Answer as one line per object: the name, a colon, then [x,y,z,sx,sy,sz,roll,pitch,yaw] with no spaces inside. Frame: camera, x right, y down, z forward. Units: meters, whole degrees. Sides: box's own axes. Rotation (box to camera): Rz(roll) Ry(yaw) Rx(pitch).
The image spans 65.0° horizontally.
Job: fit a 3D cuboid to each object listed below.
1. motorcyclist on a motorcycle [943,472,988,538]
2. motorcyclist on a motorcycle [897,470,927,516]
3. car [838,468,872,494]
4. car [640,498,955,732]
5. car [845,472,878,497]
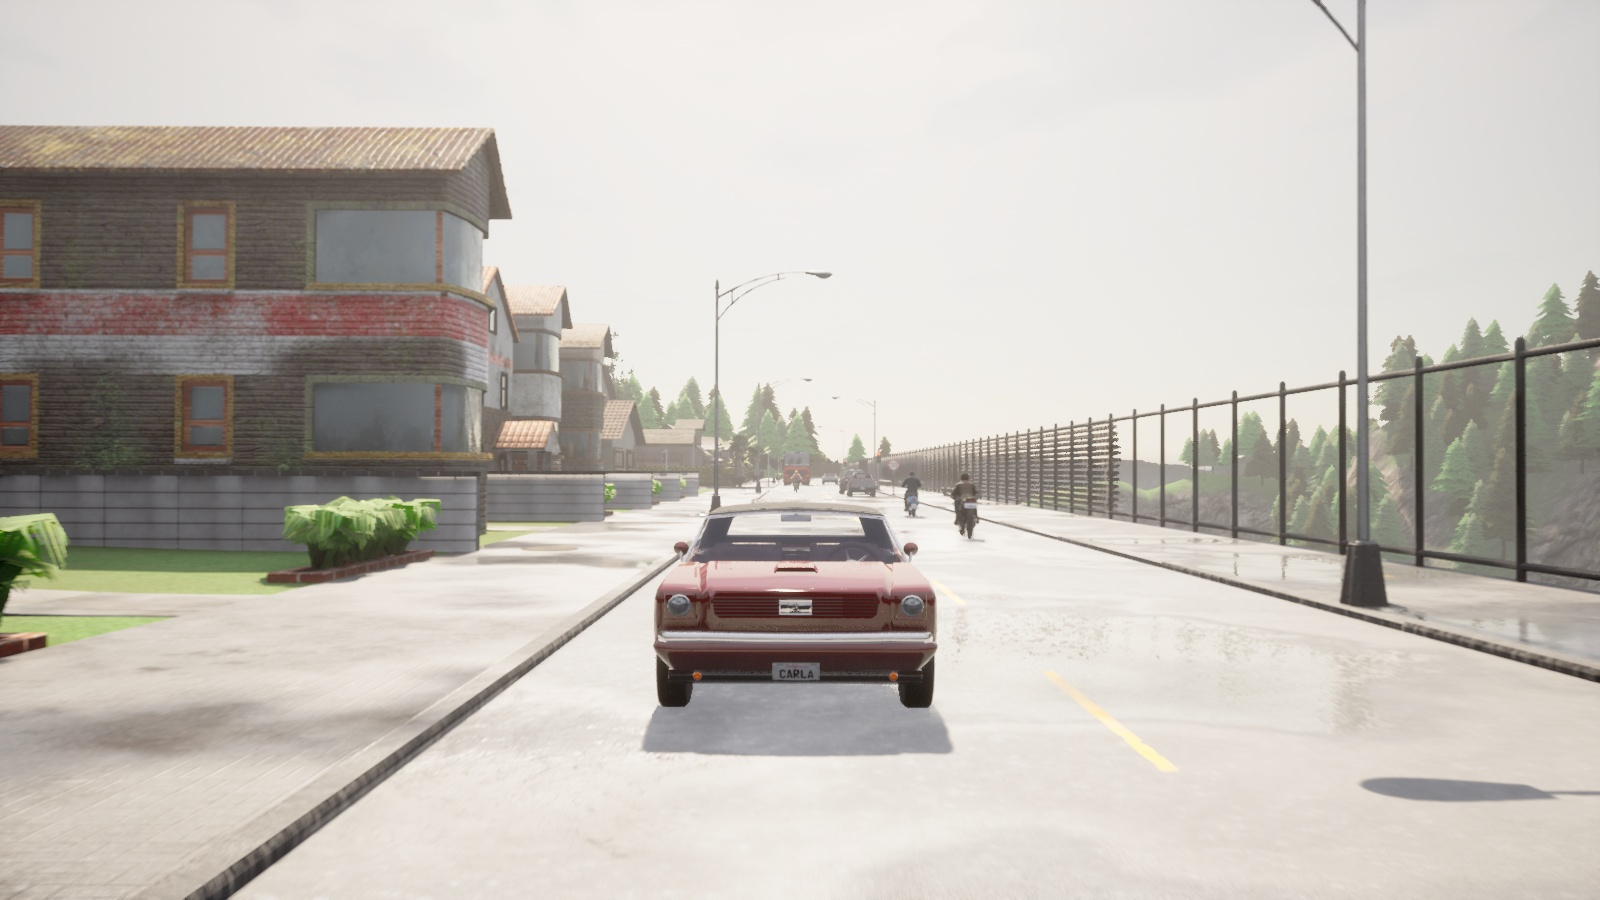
motorcyclist on a motorcycle: [3.927,1.282,29.897,0.797,1.523,2.044,0,-1,0]
motorcyclist on a motorcycle: [3.893,1.486,43.818,0.866,1.590,1.817,0,-1,0]
car: [3.789,2.112,86.870,2.097,1.767,4.553,0,-1,0]
car: [-0.024,1.082,9.935,1.895,1.301,4.718,0,-1,0]
car: [3.810,2.124,78.293,1.845,1.501,3.633,0,-1,0]
